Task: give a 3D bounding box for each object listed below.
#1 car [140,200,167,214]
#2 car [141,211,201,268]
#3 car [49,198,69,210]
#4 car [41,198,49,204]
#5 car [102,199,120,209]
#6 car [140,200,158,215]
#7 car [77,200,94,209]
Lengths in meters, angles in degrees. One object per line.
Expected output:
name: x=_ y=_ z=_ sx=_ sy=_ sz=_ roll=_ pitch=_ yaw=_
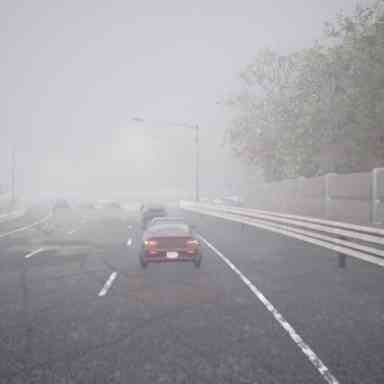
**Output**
car: x=-2.942 y=1.656 z=25.904 sx=1.837 sy=1.490 sz=4.892 roll=0 pitch=-1 yaw=-10
car: x=-0.775 y=1.591 z=11.483 sx=1.812 sy=1.442 sz=4.674 roll=0 pitch=0 yaw=-6
car: x=-19.685 y=1.718 z=49.691 sx=2.097 sy=1.767 sz=4.553 roll=0 pitch=0 yaw=-27
car: x=-35.282 y=2.096 z=81.754 sx=5.008 sy=1.535 sz=1.882 roll=-1 pitch=0 yaw=42
car: x=-12.244 y=1.857 z=50.509 sx=1.812 sy=1.442 sz=4.674 roll=0 pitch=0 yaw=-27
car: x=-4.912 y=1.706 z=38.448 sx=1.882 sy=1.535 sz=5.008 roll=0 pitch=0 yaw=-7
car: x=-16.318 y=1.918 z=50.787 sx=1.994 sy=1.385 sz=4.181 roll=0 pitch=0 yaw=-27
